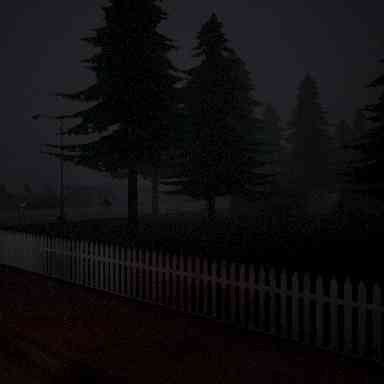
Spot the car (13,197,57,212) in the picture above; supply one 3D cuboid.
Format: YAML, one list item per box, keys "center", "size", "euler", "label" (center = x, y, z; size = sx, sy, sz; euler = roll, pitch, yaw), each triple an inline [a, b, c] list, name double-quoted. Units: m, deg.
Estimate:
- center: [-17.870, 1.352, 37.928]
  size: [2.097, 1.767, 4.553]
  euler: [0, 0, 34]
  label: "car"

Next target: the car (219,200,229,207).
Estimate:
- center: [4.278, 1.221, 51.479]
  size: [2.150, 2.045, 5.566]
  euler: [0, 0, 34]
  label: "car"

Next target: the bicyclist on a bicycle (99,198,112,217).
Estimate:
- center: [-7.200, 1.302, 27.864]
  size: [1.656, 1.620, 0.582]
  euler: [0, 0, 34]
  label: "bicyclist on a bicycle"

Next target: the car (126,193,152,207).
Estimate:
- center: [-7.912, 1.221, 52.531]
  size: [2.150, 2.045, 5.566]
  euler: [0, 0, 35]
  label: "car"
